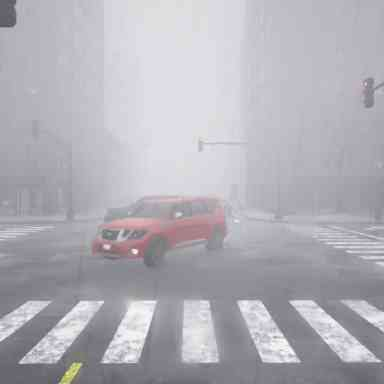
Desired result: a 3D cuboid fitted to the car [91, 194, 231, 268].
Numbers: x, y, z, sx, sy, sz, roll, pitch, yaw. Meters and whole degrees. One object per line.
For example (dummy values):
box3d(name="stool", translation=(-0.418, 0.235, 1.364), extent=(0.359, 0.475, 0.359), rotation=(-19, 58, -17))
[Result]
box3d(name="car", translation=(-0.837, 1.222, 11.816), extent=(2.150, 2.045, 5.566), rotation=(-1, -1, 36))

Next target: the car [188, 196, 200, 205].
box3d(name="car", translation=(0.403, 1.550, 60.256), extent=(2.033, 1.411, 5.357), rotation=(0, 0, 0))

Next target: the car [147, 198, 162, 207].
box3d(name="car", translation=(-5.614, 1.585, 50.436), extent=(1.802, 1.307, 4.206), rotation=(0, 0, 0))

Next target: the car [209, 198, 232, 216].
box3d(name="car", translation=(2.828, 1.442, 33.392), extent=(1.967, 1.590, 4.097), rotation=(0, 0, 0))

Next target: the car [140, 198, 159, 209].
box3d(name="car", translation=(-5.642, 1.569, 44.768), extent=(1.947, 1.339, 4.313), rotation=(0, 0, 0))

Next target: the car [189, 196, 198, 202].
box3d(name="car", translation=(0.364, 1.523, 73.653), extent=(1.812, 1.442, 4.674), rotation=(0, 0, 0))

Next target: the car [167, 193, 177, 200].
box3d(name="car", translation=(-5.418, 1.306, 90.114), extent=(2.192, 1.841, 5.009), rotation=(0, 0, 0))

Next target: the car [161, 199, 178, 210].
box3d(name="car", translation=(-2.890, 1.604, 43.189), extent=(1.895, 1.301, 4.718), rotation=(0, 0, 1))

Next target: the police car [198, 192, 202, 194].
box3d(name="police car", translation=(2.754, 1.421, 79.498), extent=(1.930, 1.638, 5.238), rotation=(0, 0, 0))

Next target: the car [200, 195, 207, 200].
box3d(name="car", translation=(3.108, 1.557, 90.084), extent=(1.947, 1.339, 4.313), rotation=(0, 0, 0))

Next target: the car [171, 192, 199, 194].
box3d(name="car", translation=(-2.521, 1.221, 20.641), extent=(5.566, 2.045, 2.150), rotation=(0, 0, 0))

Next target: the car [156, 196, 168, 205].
box3d(name="car", translation=(-5.559, 1.527, 61.603), extent=(1.752, 1.417, 4.829), rotation=(0, 0, 0))

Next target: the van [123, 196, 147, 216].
box3d(name="van", translation=(-5.698, 1.343, 33.431), extent=(1.690, 1.788, 3.998), rotation=(0, 0, 0))

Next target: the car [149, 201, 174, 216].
box3d(name="car", translation=(-2.940, 1.603, 33.206), extent=(1.895, 1.301, 4.718), rotation=(0, 0, 3))

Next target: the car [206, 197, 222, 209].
box3d(name="car", translation=(2.883, 1.443, 44.730), extent=(1.967, 1.590, 4.097), rotation=(0, 0, 0))

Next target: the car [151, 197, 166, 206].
box3d(name="car", translation=(-5.586, 1.568, 56.105), extent=(1.947, 1.339, 4.313), rotation=(0, 0, 0))

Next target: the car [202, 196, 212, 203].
box3d(name="car", translation=(2.996, 1.551, 67.407), extent=(2.008, 1.369, 4.403), rotation=(0, 0, 0))

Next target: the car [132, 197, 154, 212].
box3d(name="car", translation=(-5.670, 1.442, 39.100), extent=(1.967, 1.590, 4.097), rotation=(0, 0, 0))
